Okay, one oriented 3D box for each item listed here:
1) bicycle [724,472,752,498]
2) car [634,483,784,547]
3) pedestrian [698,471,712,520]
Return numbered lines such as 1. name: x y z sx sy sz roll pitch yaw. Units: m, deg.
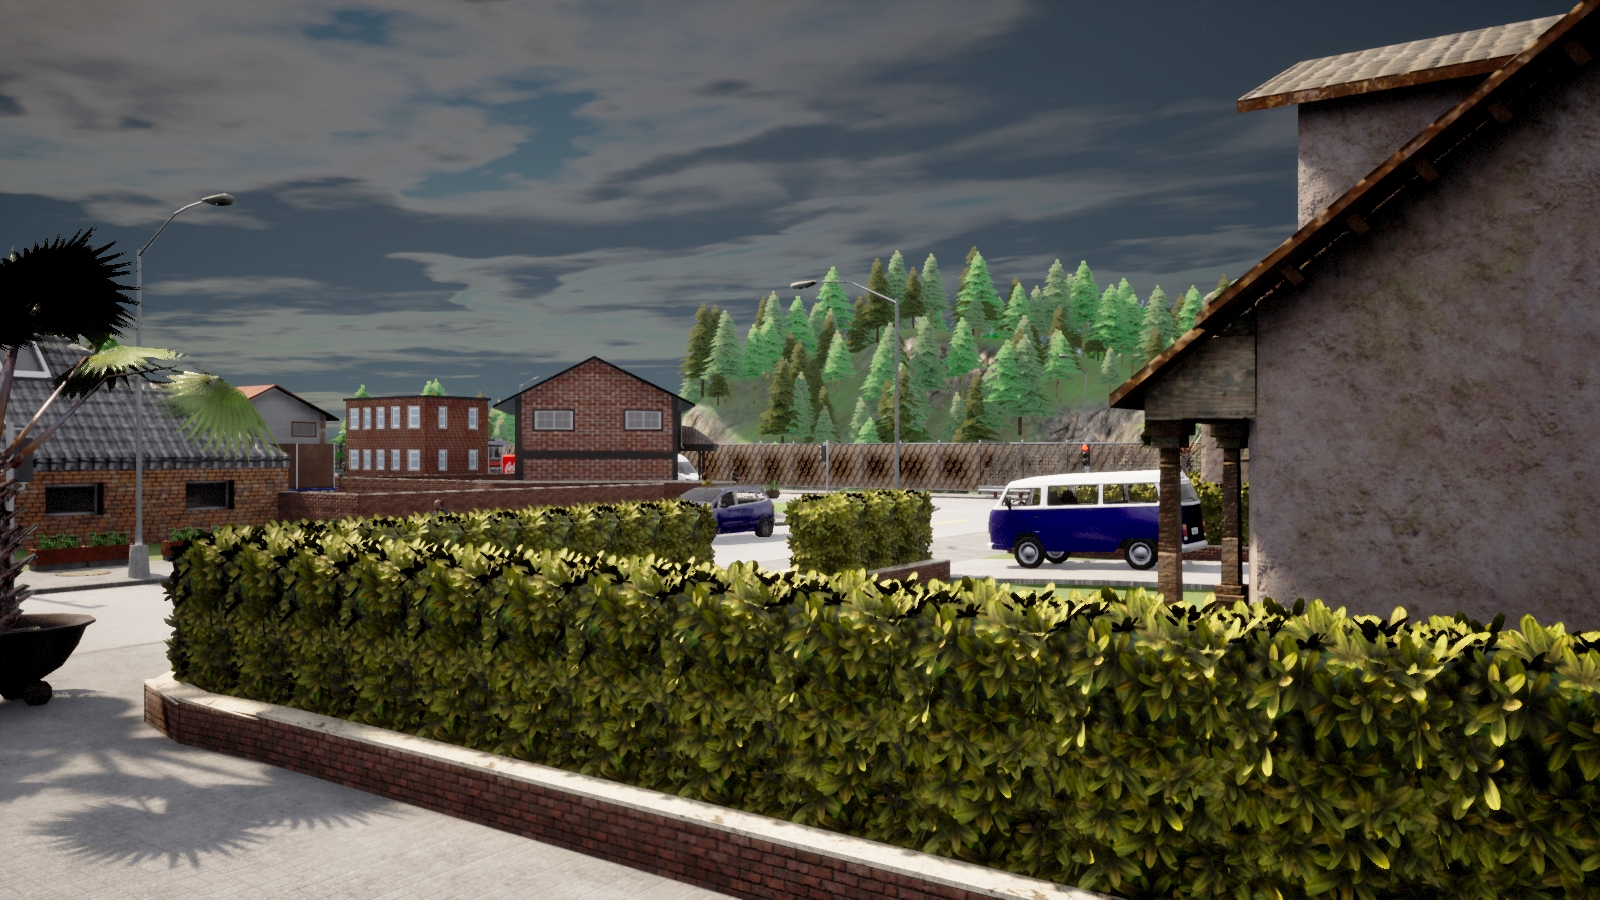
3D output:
1. bicycle: -3.643 2.044 67.431 1.835 1.471 0.329 0 0 35
2. car: -2.759 1.957 35.587 2.242 1.667 4.611 0 0 35
3. pedestrian: -3.596 1.732 43.415 0.375 1.860 0.375 0 0 40
